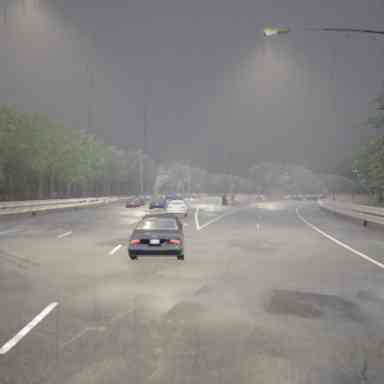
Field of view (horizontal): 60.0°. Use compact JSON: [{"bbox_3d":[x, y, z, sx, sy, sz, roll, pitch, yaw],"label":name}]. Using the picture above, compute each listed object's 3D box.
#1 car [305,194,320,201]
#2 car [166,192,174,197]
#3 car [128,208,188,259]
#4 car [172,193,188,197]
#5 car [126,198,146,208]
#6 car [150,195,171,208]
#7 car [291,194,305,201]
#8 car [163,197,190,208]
[{"bbox_3d":[29.812,1.515,82.594,1.837,1.490,4.892,0,0,30],"label":"car"},{"bbox_3d":[-4.960,1.099,80.856,2.150,2.045,5.566,0,0,7],"label":"car"},{"bbox_3d":[-1.184,1.536,12.505,2.033,1.411,5.357,0,0,-2],"label":"car"},{"bbox_3d":[-2.523,1.408,70.754,1.837,1.490,4.892,0,0,6],"label":"car"},{"bbox_3d":[-7.791,1.481,46.465,1.994,1.385,4.181,0,0,3],"label":"car"},{"bbox_3d":[-4.391,1.501,44.456,1.994,1.385,4.181,0,0,3],"label":"car"},{"bbox_3d":[26.364,1.483,83.609,1.882,1.535,5.008,0,0,30],"label":"car"},{"bbox_3d":[-1.327,1.489,31.003,1.812,1.442,4.674,0,0,1],"label":"car"}]
